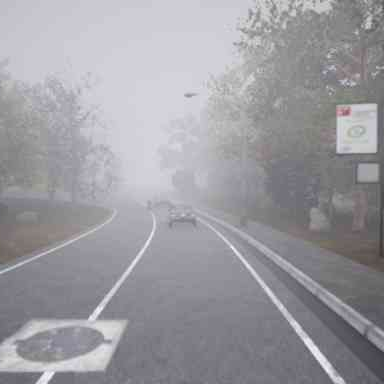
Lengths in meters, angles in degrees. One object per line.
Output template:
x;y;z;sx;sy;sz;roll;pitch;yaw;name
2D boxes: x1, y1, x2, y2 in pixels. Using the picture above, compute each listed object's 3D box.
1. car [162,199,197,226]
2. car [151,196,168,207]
-0.806;1.499;23.152;2.033;1.411;5.357;0;0;-6;car
-3.851;1.098;40.725;1.895;1.301;4.718;-1;3;-14;car
